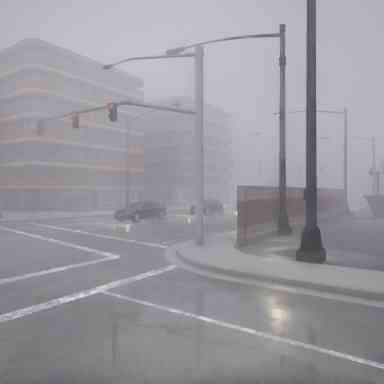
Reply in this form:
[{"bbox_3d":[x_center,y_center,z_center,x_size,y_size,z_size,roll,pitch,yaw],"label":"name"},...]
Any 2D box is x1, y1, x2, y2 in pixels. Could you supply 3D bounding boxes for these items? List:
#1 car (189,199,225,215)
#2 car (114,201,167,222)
[{"bbox_3d":[1.627,1.505,34.444,1.837,1.490,4.892,0,0,35],"label":"car"},{"bbox_3d":[-3.961,1.505,26.320,1.837,1.490,4.892,0,0,35],"label":"car"}]
